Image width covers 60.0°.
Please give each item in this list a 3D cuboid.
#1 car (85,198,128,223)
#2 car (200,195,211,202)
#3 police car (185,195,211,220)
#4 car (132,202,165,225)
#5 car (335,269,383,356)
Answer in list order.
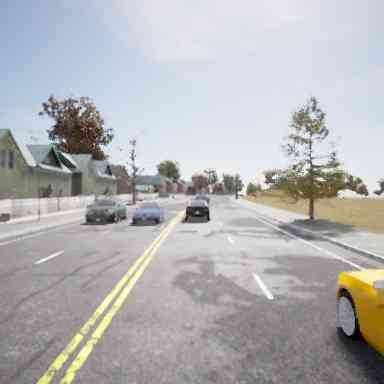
[{"bbox_3d":[-6.192,1.263,24.381,2.097,1.767,4.553,0,0,2],"label":"car"},{"bbox_3d":[2.924,1.324,72.197,2.128,1.511,4.902,0,0,5],"label":"car"},{"bbox_3d":[0.486,1.333,27.335,1.930,1.638,5.238,0,0,2],"label":"police car"},{"bbox_3d":[-2.970,1.442,23.523,1.812,1.442,4.674,0,0,2],"label":"car"},{"bbox_3d":[3.254,1.469,3.448,1.882,1.535,5.008,0,0,0],"label":"car"}]
